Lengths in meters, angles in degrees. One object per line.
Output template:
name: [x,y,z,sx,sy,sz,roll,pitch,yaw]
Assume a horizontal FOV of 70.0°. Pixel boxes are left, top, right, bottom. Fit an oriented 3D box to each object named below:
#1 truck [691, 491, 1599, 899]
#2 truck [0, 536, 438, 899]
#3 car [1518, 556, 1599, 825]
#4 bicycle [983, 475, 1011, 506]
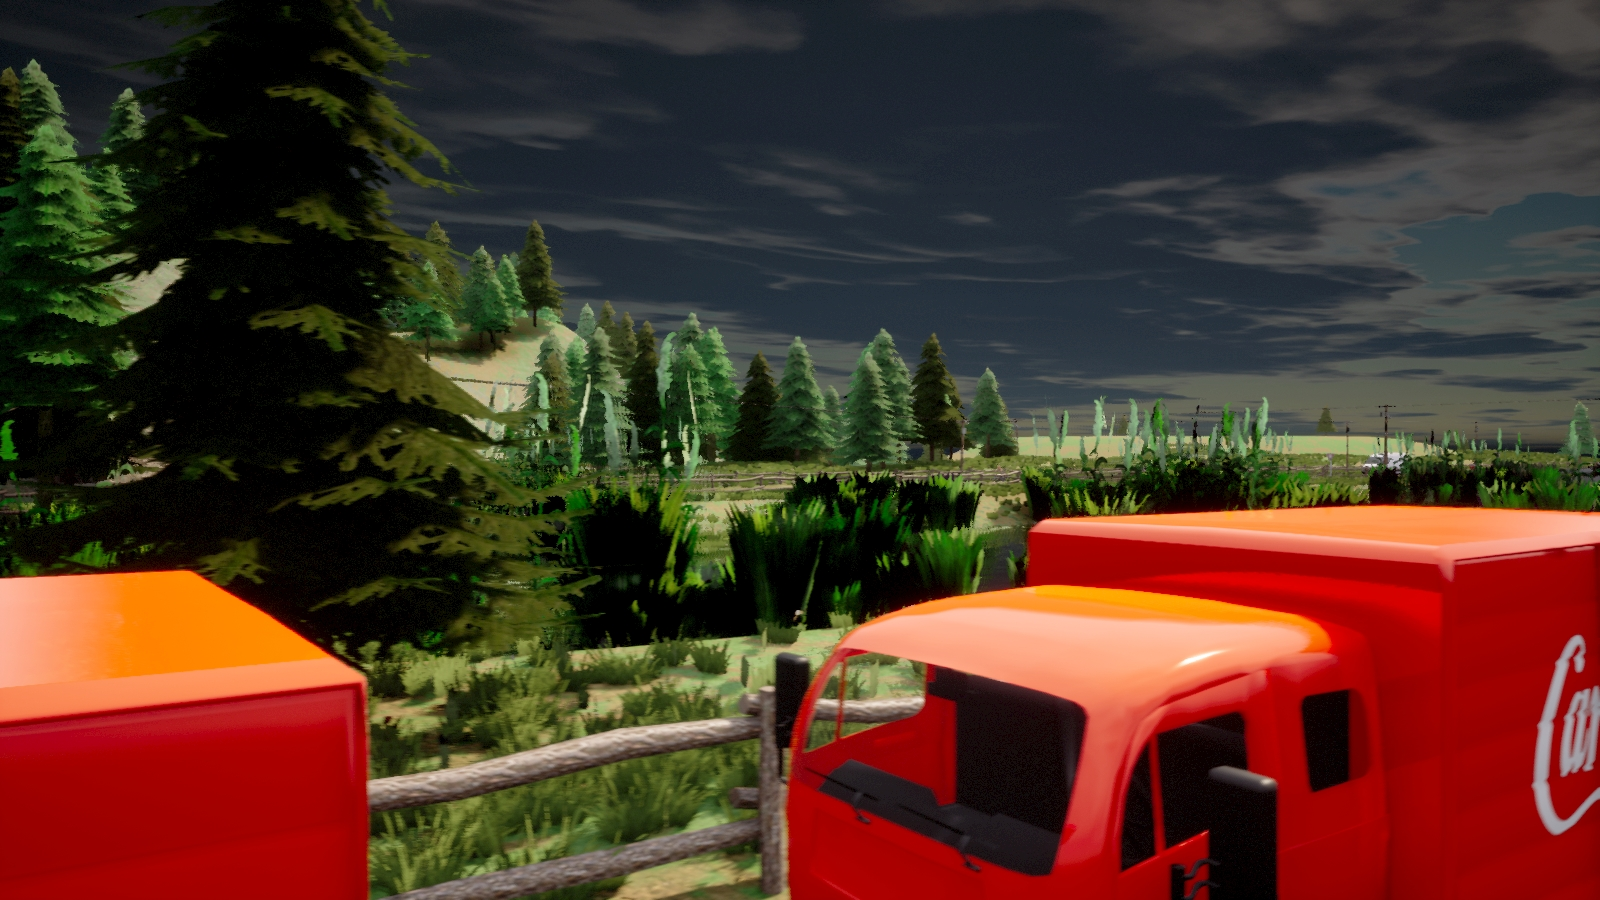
truck: [2.405,1.531,5.466,5.204,2.467,2.627,0,0,-35]
truck: [-3.462,1.533,1.407,5.204,2.467,2.627,0,0,-35]
car: [7.991,1.828,9.348,4.605,1.855,1.932,0,0,-35]
bicycle: [9.961,2.031,57.813,1.643,1.496,0.373,0,0,-39]
